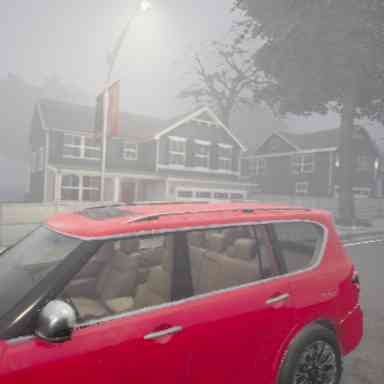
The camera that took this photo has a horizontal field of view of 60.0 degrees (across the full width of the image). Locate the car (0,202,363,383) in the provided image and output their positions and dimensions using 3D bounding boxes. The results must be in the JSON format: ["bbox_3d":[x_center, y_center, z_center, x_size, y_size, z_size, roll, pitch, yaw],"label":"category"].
[{"bbox_3d":[-0.663,1.163,3.249,5.566,2.045,2.150,0,1,-32],"label":"car"}]
